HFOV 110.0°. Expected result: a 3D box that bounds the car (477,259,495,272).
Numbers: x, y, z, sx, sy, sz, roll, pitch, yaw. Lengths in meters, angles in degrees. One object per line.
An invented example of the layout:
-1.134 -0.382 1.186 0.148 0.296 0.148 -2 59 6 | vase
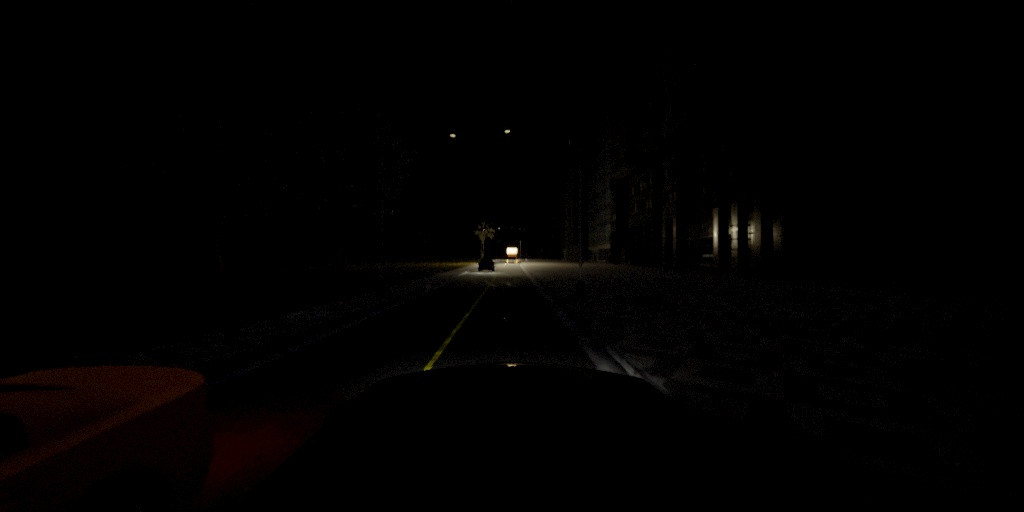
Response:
-3.067 1.099 43.444 1.882 1.535 5.008 0 0 0 | car

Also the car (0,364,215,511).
-3.100 1.231 0.484 1.882 1.535 5.008 0 0 0 | car
